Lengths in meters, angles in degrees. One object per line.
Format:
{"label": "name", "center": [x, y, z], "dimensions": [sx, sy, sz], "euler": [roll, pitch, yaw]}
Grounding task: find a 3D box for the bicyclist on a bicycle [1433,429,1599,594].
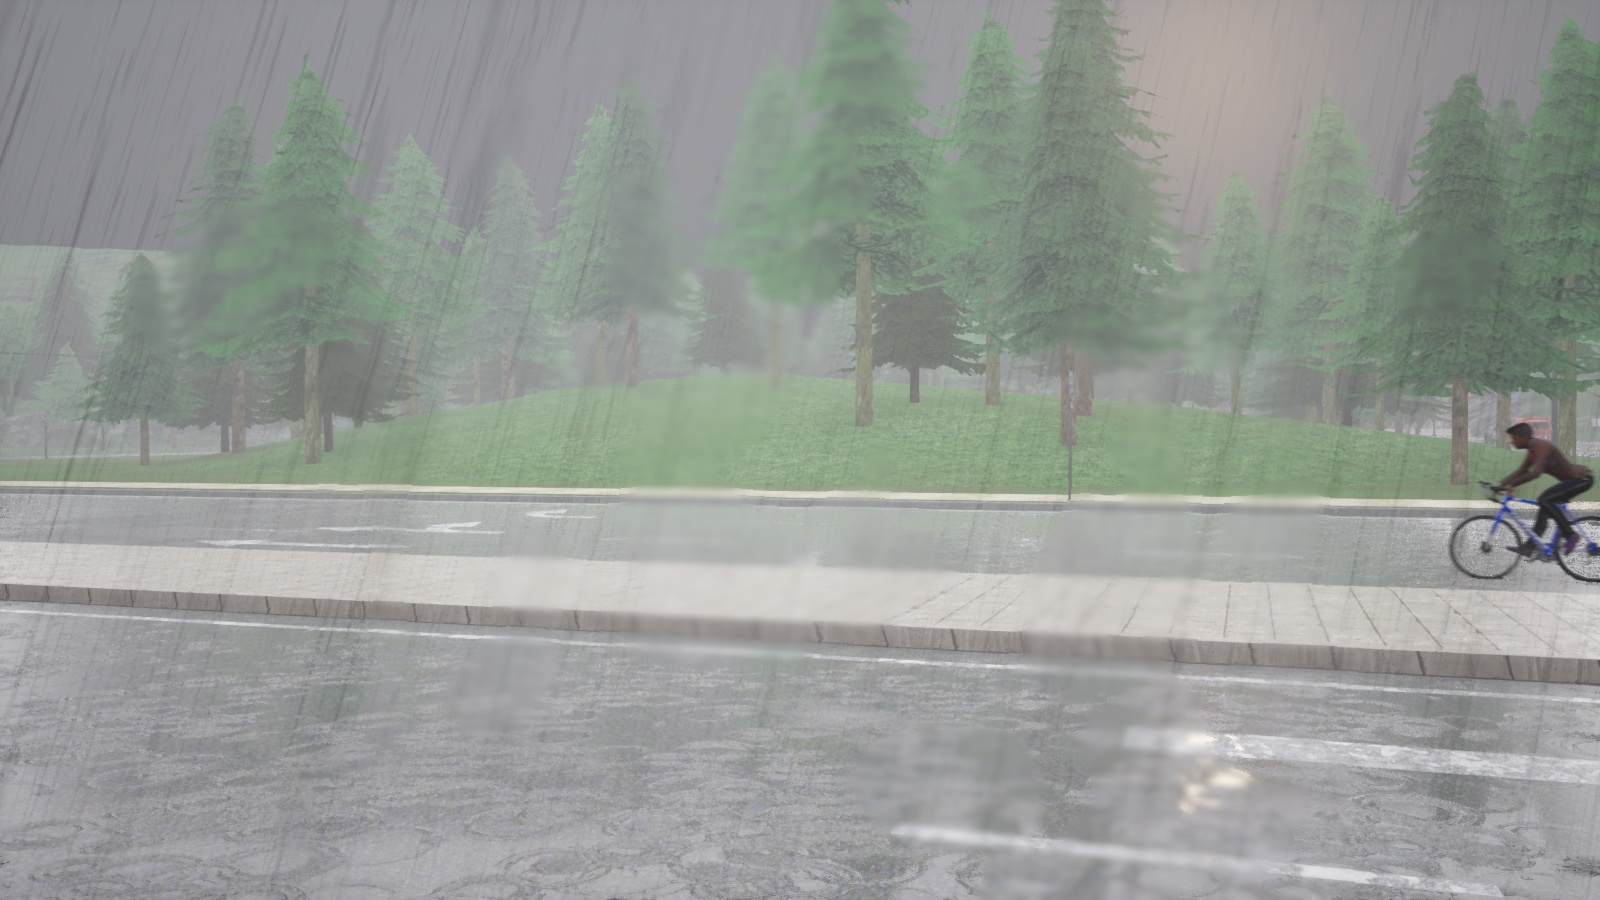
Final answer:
{"label": "bicyclist on a bicycle", "center": [7.430, 0.602, 12.823], "dimensions": [1.656, 1.620, 0.582], "euler": [0, 1, 19]}
